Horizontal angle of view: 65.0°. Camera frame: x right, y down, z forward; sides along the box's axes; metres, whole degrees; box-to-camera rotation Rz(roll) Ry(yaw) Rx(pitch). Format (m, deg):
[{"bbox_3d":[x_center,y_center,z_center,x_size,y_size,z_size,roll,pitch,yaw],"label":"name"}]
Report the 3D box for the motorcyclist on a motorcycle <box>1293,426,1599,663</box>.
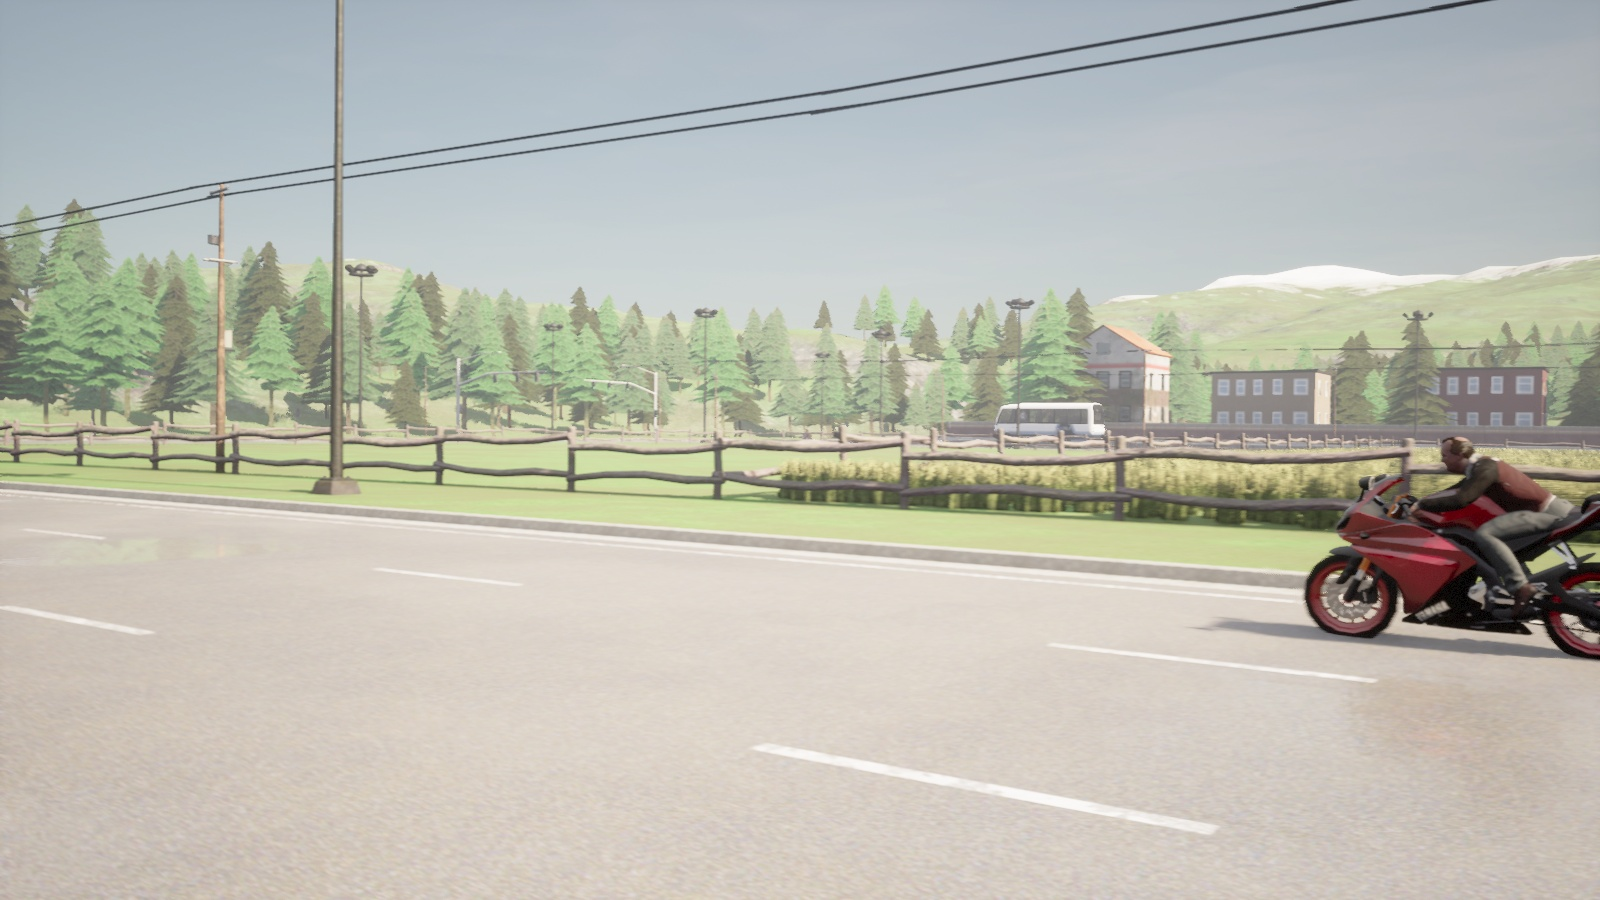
[{"bbox_3d":[4.737,0.598,8.880,2.191,1.530,0.866,0,1,34],"label":"motorcyclist on a motorcycle"}]
